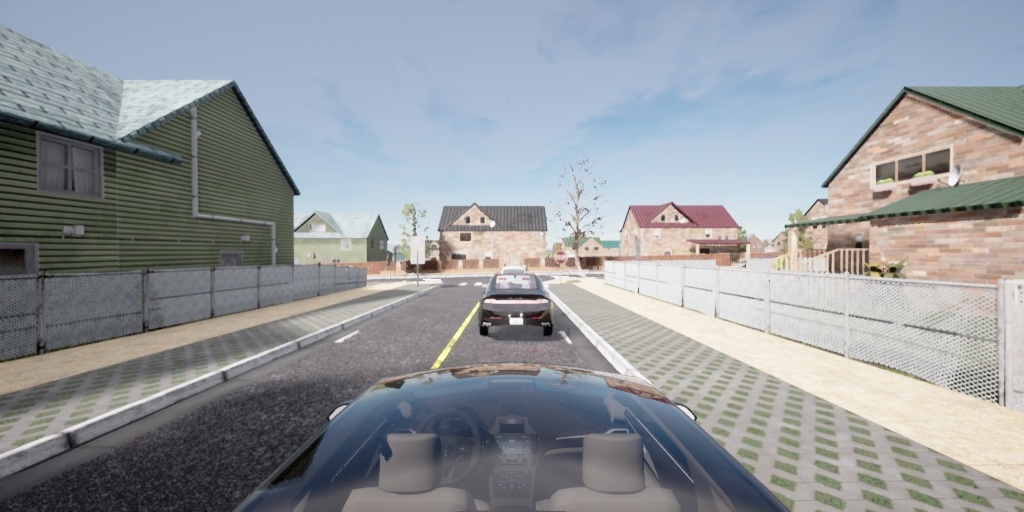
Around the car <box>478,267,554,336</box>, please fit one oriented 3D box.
[{"bbox_3d":[0.100,1.237,10.376,2.128,1.511,4.902,0,0,0],"label":"car"}]

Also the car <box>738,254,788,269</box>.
[{"bbox_3d":[23.502,0.620,32.997,4.902,1.511,2.128,-1,1,0],"label":"car"}]
